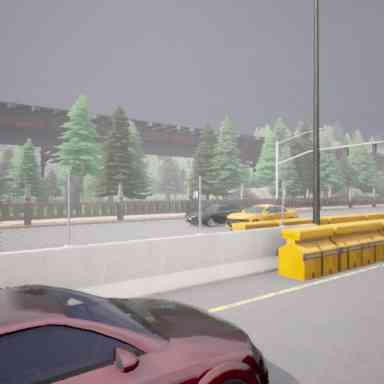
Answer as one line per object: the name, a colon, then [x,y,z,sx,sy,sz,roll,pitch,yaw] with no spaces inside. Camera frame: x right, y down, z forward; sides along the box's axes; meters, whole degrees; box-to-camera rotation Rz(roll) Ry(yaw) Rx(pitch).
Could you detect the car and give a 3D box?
car: [-1.296,1.564,2.820,4.181,1.385,1.994,0,0,-35]
